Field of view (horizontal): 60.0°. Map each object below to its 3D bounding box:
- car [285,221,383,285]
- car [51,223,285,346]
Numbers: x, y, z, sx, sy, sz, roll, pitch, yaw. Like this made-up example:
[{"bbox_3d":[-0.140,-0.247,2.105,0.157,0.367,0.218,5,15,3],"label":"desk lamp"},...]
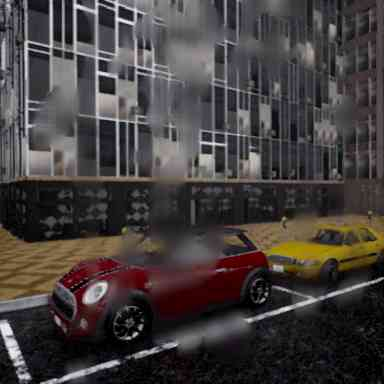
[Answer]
[{"bbox_3d":[4.056,1.531,9.469,4.829,1.417,1.752,0,-1,-36],"label":"car"},{"bbox_3d":[-0.431,1.442,6.265,4.097,1.590,1.967,0,-1,-36],"label":"car"}]
